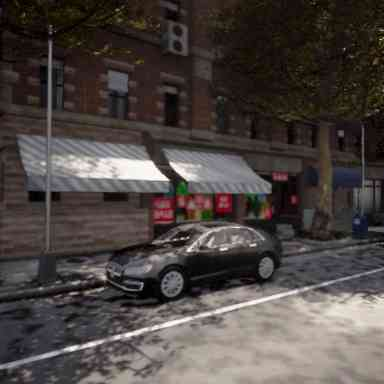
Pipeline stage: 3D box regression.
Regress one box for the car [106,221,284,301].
[{"bbox_3d":[0.285,1.536,8.536,4.892,1.521,2.231,1,0,-36],"label":"car"}]
